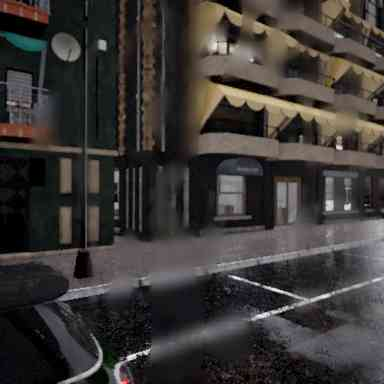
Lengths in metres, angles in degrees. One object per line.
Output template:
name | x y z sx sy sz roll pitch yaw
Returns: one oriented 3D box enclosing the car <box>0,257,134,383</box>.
car | -2.533 1.354 1.572 4.553 1.767 2.097 0 0 -35
